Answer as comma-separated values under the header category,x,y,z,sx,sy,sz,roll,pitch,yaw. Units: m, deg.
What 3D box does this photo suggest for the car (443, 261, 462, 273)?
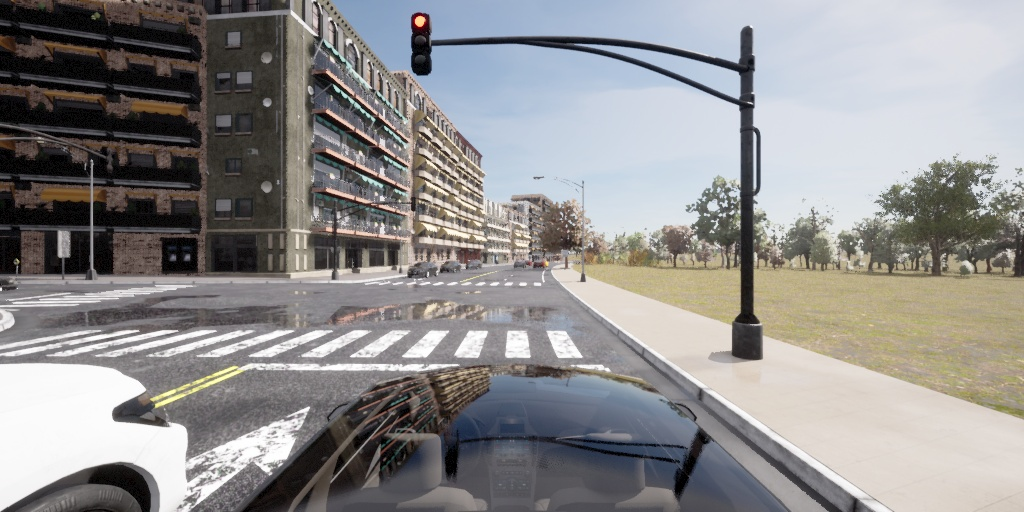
category,x,y,z,sx,sy,sz,roll,pitch,yaw
car,-7.584,1.349,44.620,1.837,1.490,4.892,0,0,6

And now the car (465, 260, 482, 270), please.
category,x,y,z,sx,sy,sz,roll,pitch,yaw
car,-6.091,1.387,57.263,2.128,1.511,4.902,0,0,8

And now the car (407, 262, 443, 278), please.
category,x,y,z,sx,sy,sz,roll,pitch,yaw
car,-8.497,1.313,34.524,1.837,1.490,4.892,0,0,5

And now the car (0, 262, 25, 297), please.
category,x,y,z,sx,sy,sz,roll,pitch,yaw
car,-23.366,0.923,13.739,5.357,1.411,2.033,1,0,-19

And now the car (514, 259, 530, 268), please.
category,x,y,z,sx,sy,sz,roll,pitch,yaw
car,1.445,1.425,63.823,2.128,1.511,4.902,0,0,9

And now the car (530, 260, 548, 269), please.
category,x,y,z,sx,sy,sz,roll,pitch,yaw
car,4.878,1.414,63.853,1.882,1.535,5.008,0,0,9
